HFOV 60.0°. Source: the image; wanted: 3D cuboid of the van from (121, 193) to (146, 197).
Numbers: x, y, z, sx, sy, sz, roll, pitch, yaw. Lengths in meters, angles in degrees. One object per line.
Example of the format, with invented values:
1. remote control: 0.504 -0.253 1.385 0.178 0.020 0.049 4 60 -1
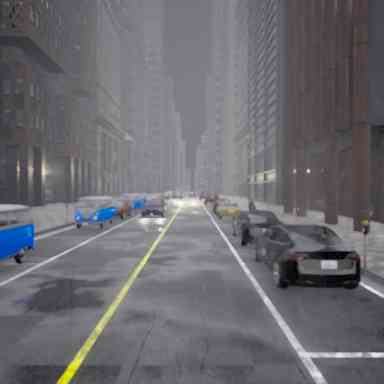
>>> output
1. van: -5.736 1.065 31.264 1.690 1.788 3.998 0 0 0

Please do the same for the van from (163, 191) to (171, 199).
1. van: -5.700 0.694 76.210 1.690 1.788 3.998 0 0 0

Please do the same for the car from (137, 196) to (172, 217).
1. car: -3.077 1.298 28.138 2.033 1.411 5.357 0 1 0

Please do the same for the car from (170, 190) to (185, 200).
1. car: -2.943 0.910 69.311 1.812 1.442 4.674 0 0 0

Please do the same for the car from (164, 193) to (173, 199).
1. car: -5.695 0.859 81.829 2.008 1.369 4.403 0 0 0

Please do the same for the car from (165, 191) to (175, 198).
1. car: -5.690 0.579 87.446 2.192 1.841 5.009 0 0 0

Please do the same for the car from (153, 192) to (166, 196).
1. car: -5.718 1.061 53.568 1.752 1.417 4.829 0 0 0

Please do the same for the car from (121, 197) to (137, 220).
1. car: -5.741 1.317 25.648 1.887 1.381 4.507 0 0 0

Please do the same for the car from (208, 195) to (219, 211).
1. car: 2.789 1.290 31.268 1.947 1.339 4.313 0 0 0

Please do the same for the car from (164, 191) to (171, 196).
1. car: -5.704 0.942 70.593 1.887 1.381 4.507 0 0 0

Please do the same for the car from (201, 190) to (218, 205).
1. car: 2.803 0.895 48.122 2.192 1.841 5.009 0 0 0

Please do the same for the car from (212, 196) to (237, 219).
1. car: 2.784 1.296 25.819 1.752 1.417 4.829 0 0 0

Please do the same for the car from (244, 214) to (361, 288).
1. car: 2.770 1.486 8.794 1.947 1.339 4.313 0 1 0

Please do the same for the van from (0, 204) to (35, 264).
1. van: -5.754 1.262 8.792 1.690 1.788 3.998 0 1 0

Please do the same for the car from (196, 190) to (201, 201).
1. car: 2.446 0.684 63.373 2.150 2.045 5.566 0 0 0

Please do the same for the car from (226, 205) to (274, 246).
1. car: 2.775 1.437 14.412 1.947 1.339 4.313 0 1 0

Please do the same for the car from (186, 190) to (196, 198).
1. car: 0.067 0.671 81.473 1.837 1.490 4.892 0 0 0

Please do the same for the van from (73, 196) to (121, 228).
1. van: -5.745 1.163 20.028 1.690 1.788 3.998 0 1 0

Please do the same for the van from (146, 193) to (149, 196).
1. van: -5.731 1.016 36.883 1.690 1.788 3.998 0 0 0
